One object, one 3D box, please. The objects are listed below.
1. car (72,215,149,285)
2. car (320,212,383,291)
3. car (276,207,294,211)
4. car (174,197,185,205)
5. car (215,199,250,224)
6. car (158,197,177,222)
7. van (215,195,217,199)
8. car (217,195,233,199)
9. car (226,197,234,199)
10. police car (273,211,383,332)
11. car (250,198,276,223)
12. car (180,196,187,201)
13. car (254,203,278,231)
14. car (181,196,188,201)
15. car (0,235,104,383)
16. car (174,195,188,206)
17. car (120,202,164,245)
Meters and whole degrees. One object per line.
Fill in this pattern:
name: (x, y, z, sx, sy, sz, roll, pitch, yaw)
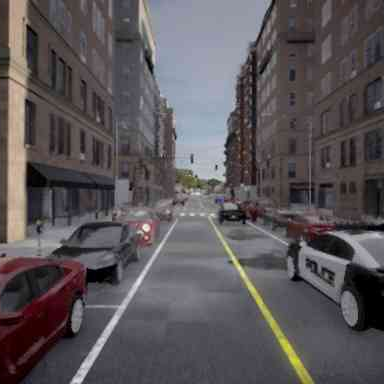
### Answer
car: (-2.595, 1.572, 9.579, 1.947, 1.339, 4.313, 0, 0, 0)
car: (5.431, 1.489, 9.533, 1.967, 1.590, 4.097, 0, 0, 0)
car: (5.463, 1.605, 15.215, 1.887, 1.381, 4.507, 0, 0, 0)
car: (-2.303, 1.681, 64.687, 1.947, 1.339, 4.313, 0, 0, 0)
car: (2.898, 1.544, 25.253, 1.882, 1.535, 5.008, 0, 0, 1)
car: (-2.495, 1.481, 26.625, 1.967, 1.590, 4.097, 0, 0, 0)
van: (5.806, 1.500, 64.642, 1.690, 1.788, 3.998, 0, 0, 0)
car: (5.751, 1.452, 53.635, 2.192, 1.841, 5.009, 0, 0, 0)
car: (6.405, 1.625, 37.117, 4.674, 1.442, 1.812, 0, -1, -31)
police car: (3.488, 1.459, 7.084, 1.930, 1.638, 5.238, 0, 0, -2)
car: (5.530, 1.399, 26.579, 2.192, 1.841, 5.009, 0, 0, 0)
car: (-2.166, 1.703, 86.702, 1.887, 1.381, 4.507, 0, 0, 0)
car: (5.496, 1.623, 20.897, 2.008, 1.369, 4.403, 0, 0, 0)
car: (-2.131, 1.713, 92.206, 1.887, 1.381, 4.507, 0, 0, 0)
car: (-2.628, 1.539, 3.897, 1.887, 1.381, 4.507, 0, 0, 0)
car: (-2.336, 1.420, 59.185, 2.192, 1.841, 5.009, 0, 0, 0)
car: (-2.561, 1.458, 15.261, 1.967, 1.590, 4.097, 0, 0, 0)
